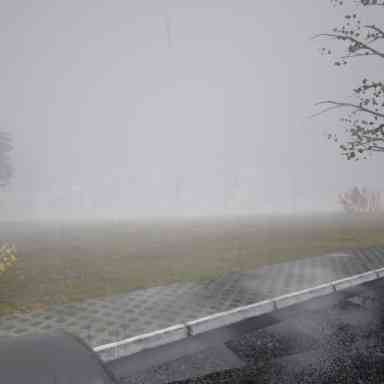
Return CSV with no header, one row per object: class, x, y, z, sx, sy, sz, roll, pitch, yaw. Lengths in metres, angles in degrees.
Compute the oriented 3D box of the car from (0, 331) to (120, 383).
car,-2.763,1.548,1.099,5.357,1.411,2.033,0,0,-36
